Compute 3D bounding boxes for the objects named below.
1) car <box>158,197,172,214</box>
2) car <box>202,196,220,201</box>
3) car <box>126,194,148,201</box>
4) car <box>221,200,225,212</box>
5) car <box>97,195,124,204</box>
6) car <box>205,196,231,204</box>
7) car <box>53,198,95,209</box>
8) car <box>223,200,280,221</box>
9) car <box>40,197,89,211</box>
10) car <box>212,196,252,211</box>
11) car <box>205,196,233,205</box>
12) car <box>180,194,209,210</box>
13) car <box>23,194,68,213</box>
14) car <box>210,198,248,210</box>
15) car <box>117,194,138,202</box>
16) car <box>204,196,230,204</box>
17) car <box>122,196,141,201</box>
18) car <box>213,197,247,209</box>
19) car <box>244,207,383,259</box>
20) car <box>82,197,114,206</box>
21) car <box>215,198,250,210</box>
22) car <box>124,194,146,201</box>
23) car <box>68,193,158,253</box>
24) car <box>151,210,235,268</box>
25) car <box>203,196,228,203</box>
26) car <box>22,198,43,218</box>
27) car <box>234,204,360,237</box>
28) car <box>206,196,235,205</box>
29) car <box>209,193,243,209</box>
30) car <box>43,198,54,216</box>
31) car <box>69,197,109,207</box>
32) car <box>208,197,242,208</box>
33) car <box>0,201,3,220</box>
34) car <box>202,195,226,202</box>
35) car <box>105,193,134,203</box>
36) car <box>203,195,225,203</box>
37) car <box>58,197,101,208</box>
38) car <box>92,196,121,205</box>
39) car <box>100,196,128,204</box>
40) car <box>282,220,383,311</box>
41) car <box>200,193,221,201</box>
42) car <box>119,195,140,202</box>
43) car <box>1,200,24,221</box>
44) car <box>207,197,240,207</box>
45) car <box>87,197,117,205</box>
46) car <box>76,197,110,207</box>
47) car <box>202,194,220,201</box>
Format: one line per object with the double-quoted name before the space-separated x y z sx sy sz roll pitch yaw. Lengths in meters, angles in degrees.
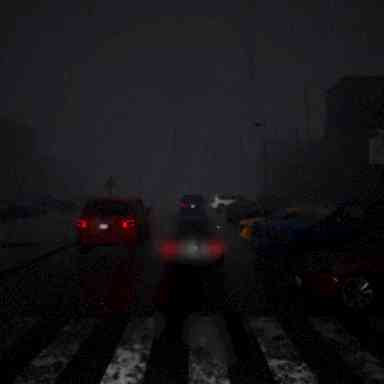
"car" -2.882 1.514 31.009 1.812 1.442 4.674 0 0 0
"car" 4.934 1.692 87.883 4.674 1.452 2.002 0 0 0
"car" -15.464 1.479 93.734 5.566 2.045 2.435 0 -1 0
"car" 4.757 1.501 23.845 4.792 1.488 2.163 0 0 0
"car" -15.502 1.393 63.409 4.553 1.767 2.185 0 0 0
"car" 4.883 1.552 62.877 4.792 1.488 2.163 0 0 0
"car" -15.582 1.501 44.104 4.792 1.488 2.163 0 0 0
"car" 4.725 1.474 21.190 5.008 1.535 2.097 0 0 0
"car" -15.736 1.466 41.345 5.366 1.575 1.946 0 0 0
"car" 4.814 1.346 40.554 4.553 1.767 2.185 0 0 0
"car" 4.839 1.512 59.972 5.008 1.535 2.097 0 0 0
"car" 0.099 1.213 28.867 2.150 2.045 5.566 0 0 0
"car" -15.519 1.218 35.833 5.566 2.045 2.435 0 0 0
"car" 4.789 1.515 43.424 4.674 1.452 2.002 0 0 0
"car" -15.542 1.479 79.952 4.553 1.767 2.185 0 0 0
"car" 4.857 1.534 65.655 4.892 1.521 2.231 0 0 0
"car" -15.501 1.681 85.463 4.674 1.452 2.002 0 0 0
"car" 4.726 1.497 32.181 4.792 1.488 2.163 0 0 0
"car" 4.705 1.479 12.735 4.892 1.521 2.231 0 0 0
"car" -15.515 1.520 55.136 4.792 1.488 2.163 0 0 0
"car" 4.717 1.498 29.403 4.792 1.488 2.163 0 0 0
"car" -15.468 1.444 90.976 5.566 2.045 2.435 0 -1 0
"car" -2.935 1.222 13.785 2.150 2.045 5.566 0 0 0
"car" 0.043 1.547 11.189 2.033 1.411 5.357 0 0 0
"car" 4.878 1.544 68.435 5.008 1.535 2.097 0 0 0
"car" -15.537 1.480 27.561 5.008 1.535 2.097 0 0 0
"car" 4.717 1.477 15.515 5.008 1.535 2.097 0 0 0
"car" 4.842 1.505 57.193 4.892 1.521 2.231 0 0 0
"car" 4.801 1.218 37.741 5.566 2.045 2.435 0 0 0
"car" -15.546 1.515 30.319 4.674 1.452 2.002 0 0 0
"car" -15.366 1.476 49.623 5.366 1.575 1.946 0 0 0
"car" 4.816 1.485 48.980 4.892 1.521 2.231 0 0 0
"car" -15.536 1.531 21.916 4.674 1.452 2.002 0 0 0
"car" 5.084 1.580 76.645 5.366 1.575 1.946 0 0 0
"car" -15.550 1.307 71.681 5.566 2.045 2.435 0 0 0
"car" 4.863 1.444 73.985 4.553 1.767 2.185 0 0 0
"car" -15.740 1.471 46.860 5.366 1.575 1.946 0 0 0
"car" -15.566 1.538 60.652 4.792 1.488 2.163 0 0 0
"car" -15.524 1.530 66.165 5.008 1.535 2.097 0 0 0
"car" 4.681 1.509 7.175 4.792 1.488 2.163 0 0 0
"car" 4.916 1.429 90.661 5.566 2.045 2.435 0 -1 0
"car" -15.502 1.620 82.709 5.008 1.535 2.097 0 0 0
"car" -15.538 1.525 24.804 4.674 1.452 2.002 0 0 0
"car" 4.847 1.519 51.760 4.792 1.488 2.163 0 0 0
"car" -15.538 1.539 57.857 4.674 1.452 2.002 0 0 0
"car" -15.518 1.514 52.380 4.792 1.488 2.163 0 0 0
"car" 4.895 1.505 85.107 4.553 1.767 2.185 0 0 0
